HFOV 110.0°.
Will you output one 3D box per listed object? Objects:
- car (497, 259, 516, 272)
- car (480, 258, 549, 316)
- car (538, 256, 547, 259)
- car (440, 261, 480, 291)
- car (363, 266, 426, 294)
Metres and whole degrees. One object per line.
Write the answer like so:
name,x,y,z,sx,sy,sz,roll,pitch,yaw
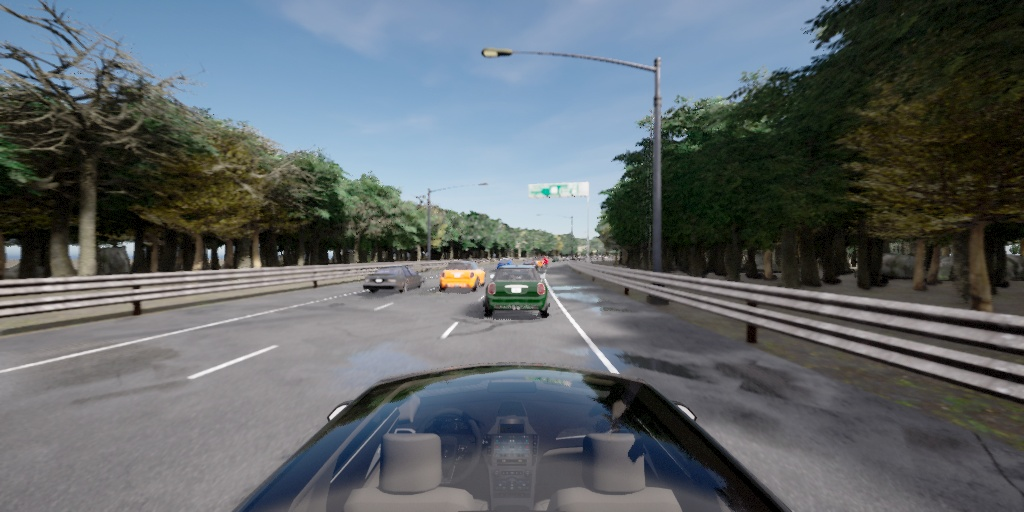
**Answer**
car,-0.724,1.216,48.207,1.882,1.535,5.008,0,0,7
car,0.203,1.102,13.482,2.097,1.767,4.553,0,0,2
car,4.337,1.091,60.754,2.097,1.767,4.553,0,0,8
car,-2.857,1.095,21.687,2.097,1.767,4.553,0,0,3
car,-6.508,1.283,20.400,2.033,1.411,5.357,0,0,3
